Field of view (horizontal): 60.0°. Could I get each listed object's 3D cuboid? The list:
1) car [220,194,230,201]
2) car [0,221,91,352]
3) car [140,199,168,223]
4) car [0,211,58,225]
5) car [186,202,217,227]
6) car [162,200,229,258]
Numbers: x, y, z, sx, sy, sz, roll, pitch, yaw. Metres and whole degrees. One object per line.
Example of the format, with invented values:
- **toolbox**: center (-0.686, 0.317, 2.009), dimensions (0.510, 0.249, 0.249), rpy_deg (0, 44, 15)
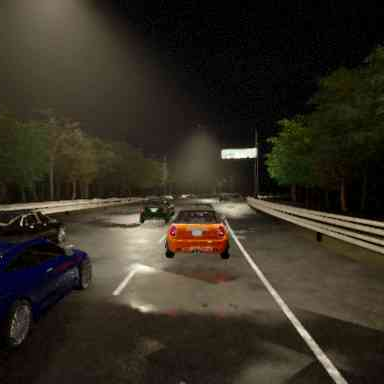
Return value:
- **car**: center (7.693, 1.281, 77.764), dimensions (2.097, 1.767, 4.553), rpy_deg (0, 0, 11)
- **car**: center (-3.324, 1.518, 6.037), dimensions (1.812, 1.442, 4.674), rpy_deg (0, 0, 1)
- **car**: center (-2.530, 1.338, 25.377), dimensions (2.097, 1.767, 4.553), rpy_deg (0, 0, 4)
- **car**: center (-6.650, 1.491, 13.042), dimensions (1.837, 1.490, 4.892), rpy_deg (0, 0, 2)
- **car**: center (0.787, 1.542, 24.372), dimensions (2.033, 1.411, 5.357), rpy_deg (0, 0, 4)
- **car**: center (0.243, 1.351, 12.902), dimensions (2.097, 1.767, 4.553), rpy_deg (0, 0, 2)
